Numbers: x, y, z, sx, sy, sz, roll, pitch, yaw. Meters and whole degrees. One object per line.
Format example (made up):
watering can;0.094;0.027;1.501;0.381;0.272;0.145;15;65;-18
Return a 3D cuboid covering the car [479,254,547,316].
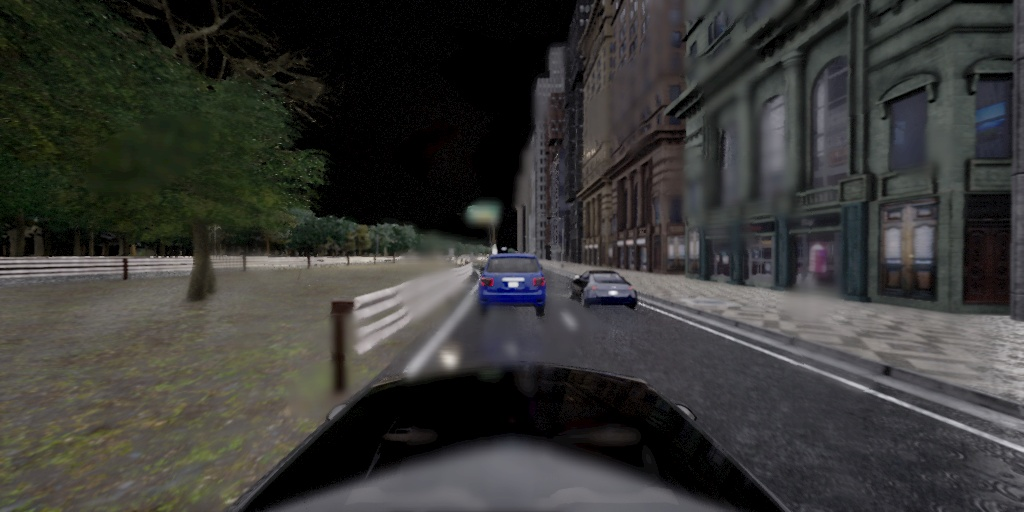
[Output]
car;-0.010;0.931;13.314;2.150;2.045;5.566;0;0;-1

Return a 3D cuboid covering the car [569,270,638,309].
car;3.596;1.269;14.732;1.994;1.385;4.181;0;0;0
